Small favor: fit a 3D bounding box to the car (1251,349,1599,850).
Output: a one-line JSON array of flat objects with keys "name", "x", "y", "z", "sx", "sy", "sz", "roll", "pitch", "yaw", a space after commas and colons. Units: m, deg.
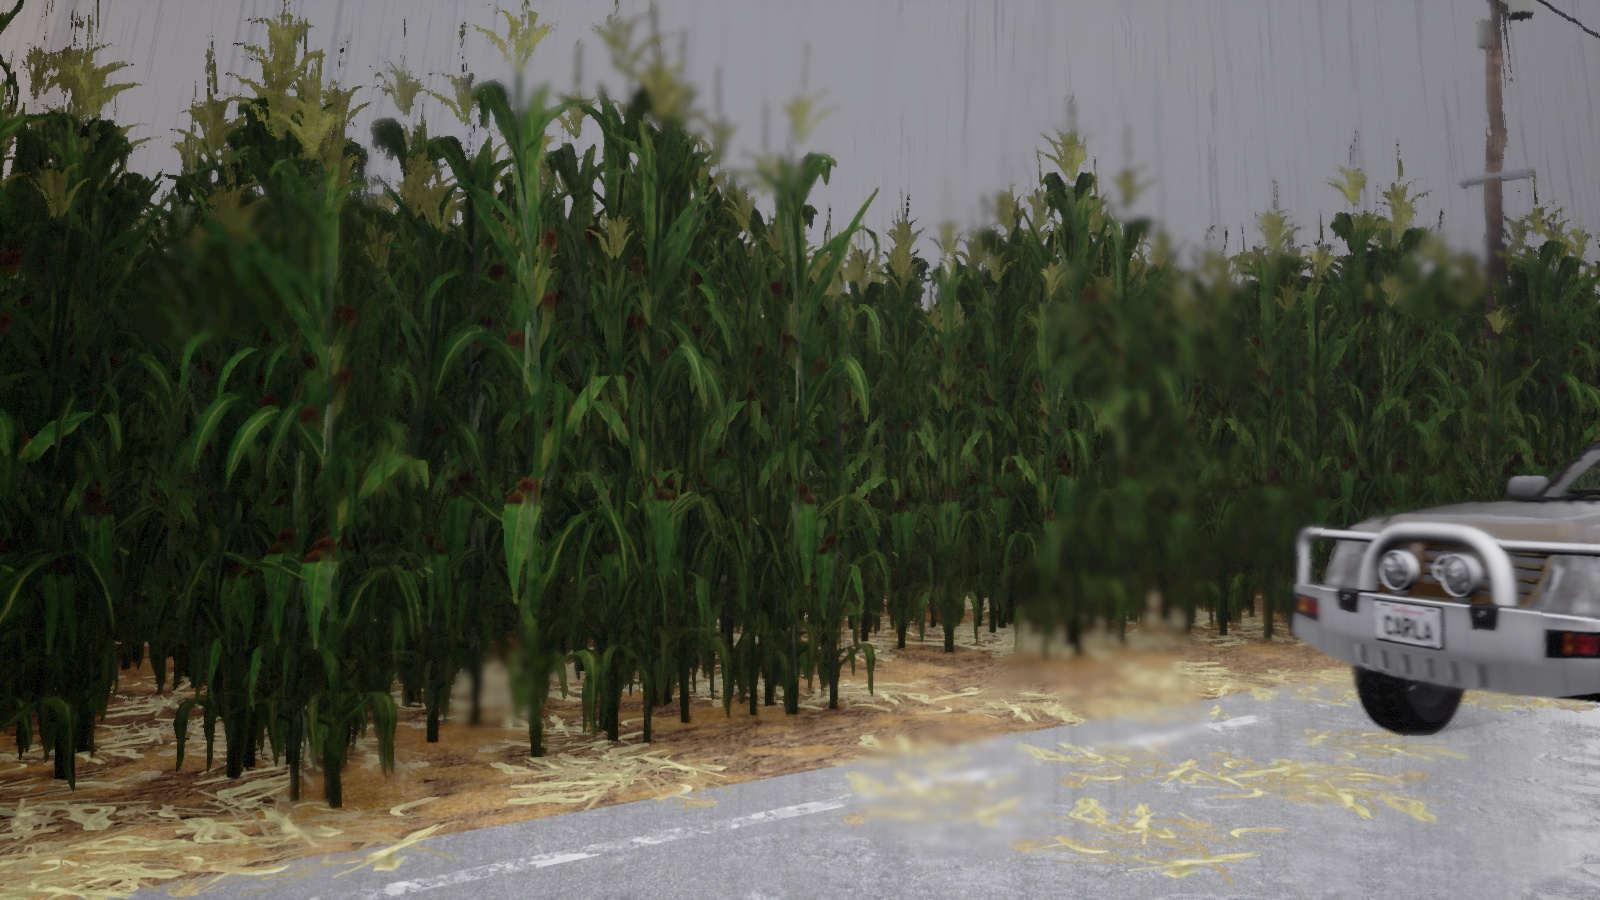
[{"name": "car", "x": 4.835, "y": 0.566, "z": 6.283, "sx": 4.605, "sy": 1.855, "sz": 1.932, "roll": 0, "pitch": -1, "yaw": -18}]
